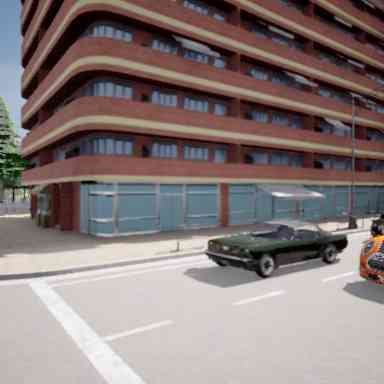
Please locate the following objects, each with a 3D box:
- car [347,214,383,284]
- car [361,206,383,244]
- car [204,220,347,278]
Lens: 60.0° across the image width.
[{"bbox_3d":[6.235,1.330,8.435,4.553,1.767,2.097,0,0,-35],"label":"car"},{"bbox_3d":[10.290,1.452,15.621,4.902,1.511,2.128,0,0,-35],"label":"car"},{"bbox_3d":[2.696,1.583,10.211,4.718,1.301,1.895,0,0,-35],"label":"car"}]
